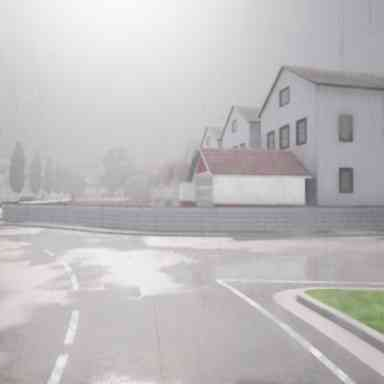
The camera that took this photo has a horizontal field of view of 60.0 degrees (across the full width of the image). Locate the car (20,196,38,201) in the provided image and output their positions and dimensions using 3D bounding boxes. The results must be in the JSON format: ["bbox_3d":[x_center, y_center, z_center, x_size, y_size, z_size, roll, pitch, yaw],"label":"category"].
[{"bbox_3d":[-29.396,1.813,60.136,2.150,2.045,5.566,0,-1,-12],"label":"car"}]

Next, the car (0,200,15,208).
[{"bbox_3d":[-32.874,2.165,59.655,1.994,1.385,4.181,0,-1,-12],"label":"car"}]
